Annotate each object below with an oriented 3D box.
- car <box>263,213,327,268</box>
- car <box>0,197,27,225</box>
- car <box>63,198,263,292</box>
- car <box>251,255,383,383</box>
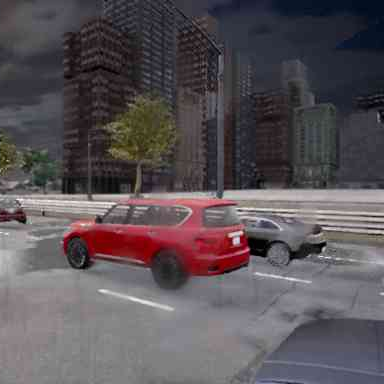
[{"bbox_3d":[1.910,1.462,11.226,4.902,1.511,2.128,1,0,36],"label":"car"},{"bbox_3d":[-12.825,1.206,21.737,4.553,1.767,2.097,0,0,36],"label":"car"},{"bbox_3d":[-1.174,1.183,9.130,5.566,2.045,2.150,1,0,36],"label":"car"},{"bbox_3d":[2.998,1.556,1.856,5.357,1.411,2.033,0,0,35],"label":"car"}]
